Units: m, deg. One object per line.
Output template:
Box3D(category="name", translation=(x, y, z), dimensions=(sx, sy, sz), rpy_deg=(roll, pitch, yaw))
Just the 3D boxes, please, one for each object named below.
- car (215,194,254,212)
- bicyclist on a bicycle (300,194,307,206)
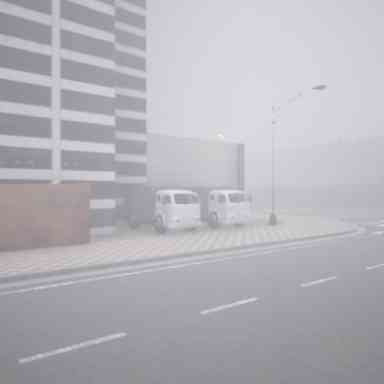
Box3D(category="car", translation=(5.687, 1.371, 42.084), dimensions=(2.128, 1.511, 4.902), rpy_deg=(0, 0, -36))
Box3D(category="bicyclist on a bicycle", translation=(15.708, 1.155, 46.953), dimensions=(1.656, 1.620, 0.582), rpy_deg=(-1, 0, -36))
